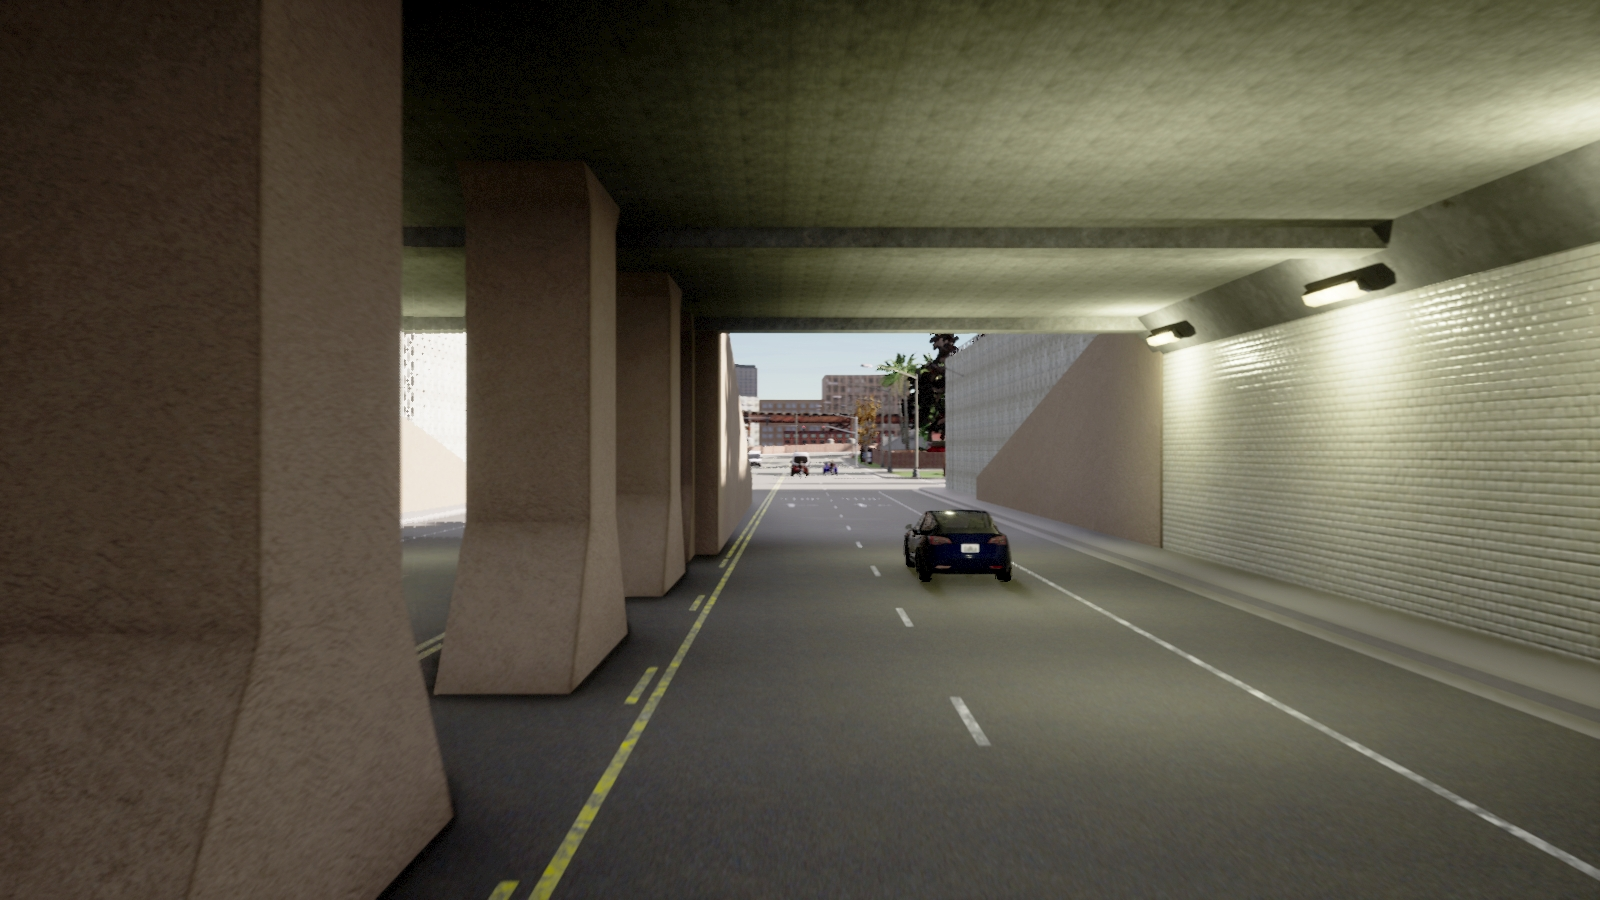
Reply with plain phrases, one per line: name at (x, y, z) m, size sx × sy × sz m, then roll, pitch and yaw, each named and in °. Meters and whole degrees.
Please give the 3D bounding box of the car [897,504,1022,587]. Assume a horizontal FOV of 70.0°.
car at (3.464, 2.063, 25.750) m, size 2.163 × 1.488 × 4.792 m, roll 0°, pitch 0°, yaw 0°
